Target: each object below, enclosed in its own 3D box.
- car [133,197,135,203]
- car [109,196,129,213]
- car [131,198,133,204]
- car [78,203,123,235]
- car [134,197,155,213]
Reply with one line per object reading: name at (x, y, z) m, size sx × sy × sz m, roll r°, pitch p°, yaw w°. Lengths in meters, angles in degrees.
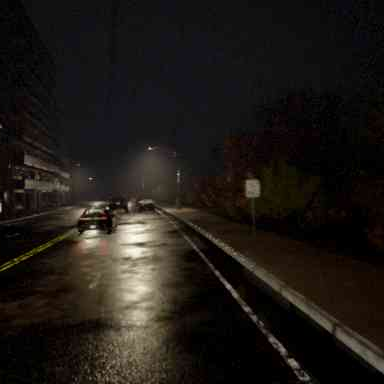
car at (-8.855, 1.758, 57.988) m, size 1.882 × 1.535 × 5.008 m, roll -2°, pitch 0°, yaw -11°
car at (-8.974, 1.500, 41.015) m, size 2.150 × 2.045 × 5.566 m, roll -2°, pitch 0°, yaw -10°
car at (-12.983, 1.871, 76.654) m, size 1.882 × 1.535 × 5.008 m, roll -2°, pitch 0°, yaw -13°
car at (-5.661, 1.666, 20.238) m, size 2.128 × 1.511 × 4.902 m, roll -2°, pitch 0°, yaw -8°
car at (-5.558, 1.676, 40.323) m, size 2.128 × 1.511 × 4.902 m, roll -2°, pitch 0°, yaw -10°
